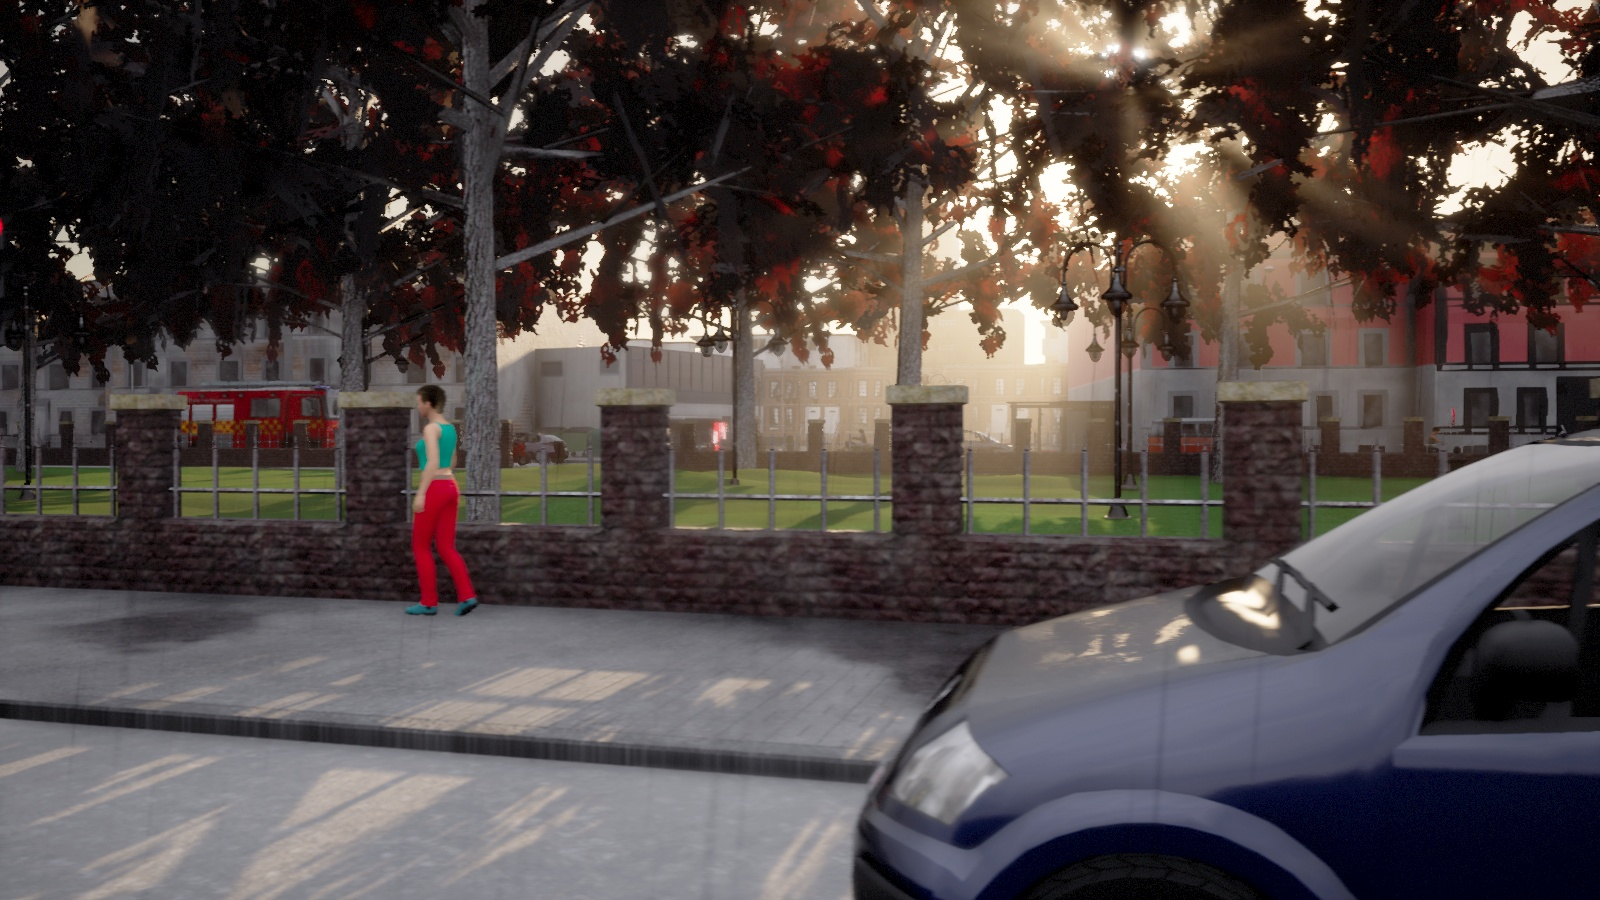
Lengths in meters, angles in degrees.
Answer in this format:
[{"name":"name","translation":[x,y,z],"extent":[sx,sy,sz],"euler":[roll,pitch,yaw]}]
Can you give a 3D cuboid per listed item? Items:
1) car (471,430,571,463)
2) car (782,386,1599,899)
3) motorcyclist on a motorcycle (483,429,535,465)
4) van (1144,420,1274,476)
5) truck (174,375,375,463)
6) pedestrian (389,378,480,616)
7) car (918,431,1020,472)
[{"name":"car","translation":[-12.942,-0.187,58.340],"extent":[4.193,1.474,1.816],"euler":[1,1,16]},{"name":"car","translation":[2.120,0.686,3.017],"extent":[3.988,1.617,1.851],"euler":[1,1,14]},{"name":"motorcyclist on a motorcycle","translation":[-12.510,-0.146,54.067],"extent":[2.044,1.523,0.797],"euler":[1,1,16]},{"name":"van","translation":[15.028,-0.101,46.375],"extent":[4.442,1.987,1.775],"euler":[1,1,16]},{"name":"truck","translation":[-23.929,-1.406,57.227],"extent":[8.468,3.827,2.891],"euler":[1,1,16]},{"name":"pedestrian","translation":[-2.883,0.357,9.916],"extent":[0.594,1.836,0.345],"euler":[1,1,17]},{"name":"car","translation":[6.582,0.041,48.737],"extent":[3.705,1.549,1.789],"euler":[1,1,16]}]
